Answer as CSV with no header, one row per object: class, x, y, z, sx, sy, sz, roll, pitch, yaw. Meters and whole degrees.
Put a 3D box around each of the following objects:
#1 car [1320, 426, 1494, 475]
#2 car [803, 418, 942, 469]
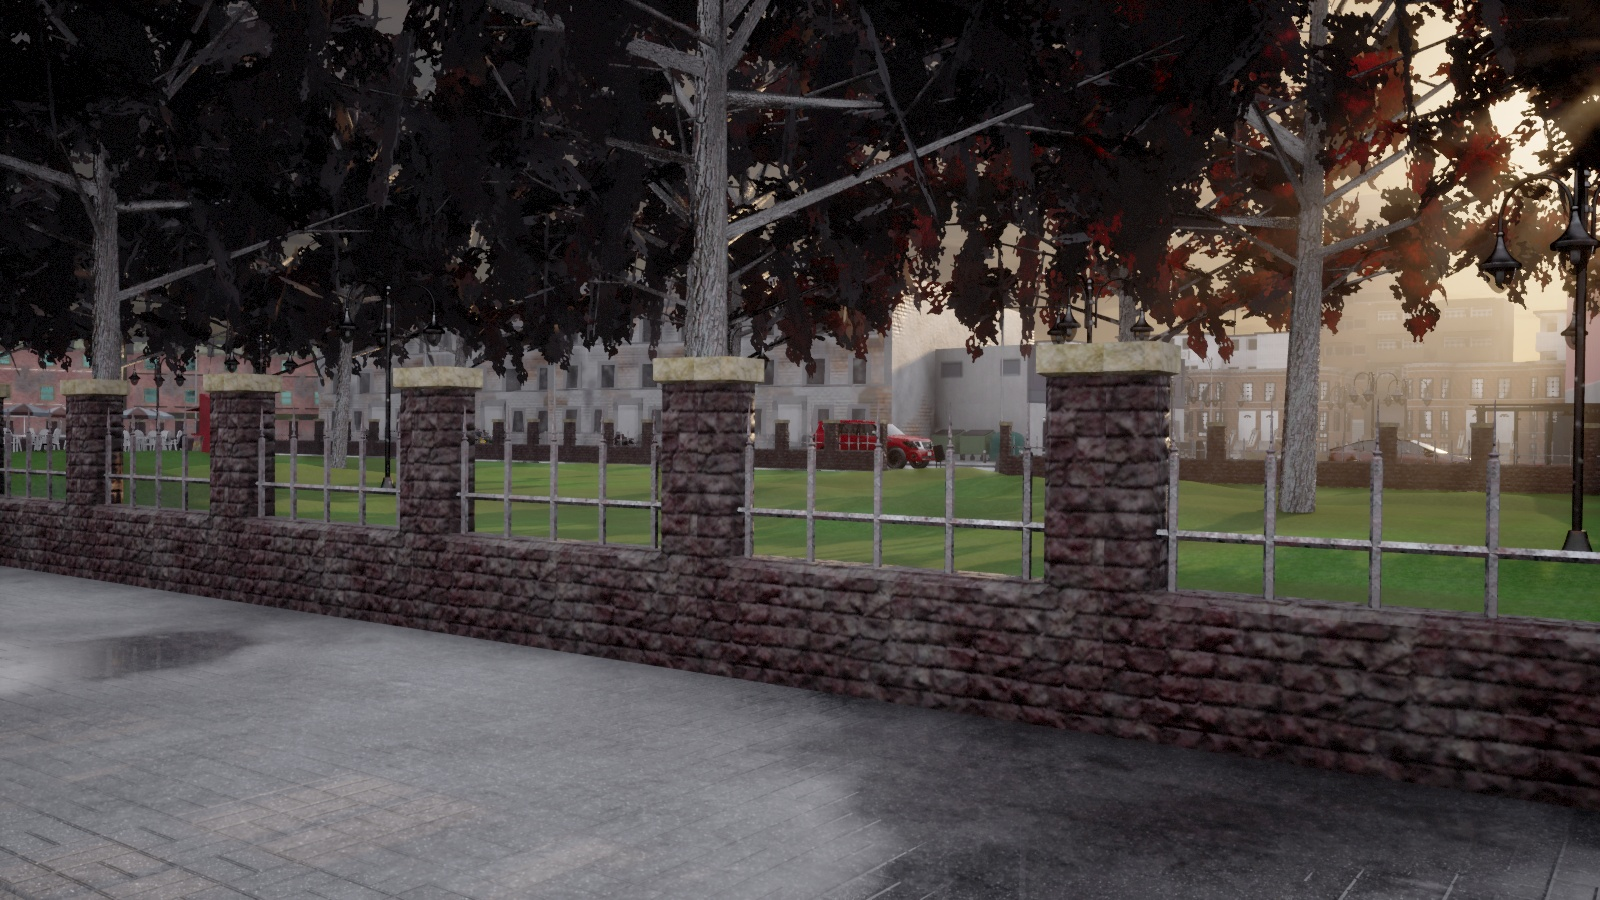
car,19.728,-0.006,40.903,4.792,1.488,2.163,0,1,36
car,3.007,-0.298,52.797,5.566,2.045,2.150,0,1,36
